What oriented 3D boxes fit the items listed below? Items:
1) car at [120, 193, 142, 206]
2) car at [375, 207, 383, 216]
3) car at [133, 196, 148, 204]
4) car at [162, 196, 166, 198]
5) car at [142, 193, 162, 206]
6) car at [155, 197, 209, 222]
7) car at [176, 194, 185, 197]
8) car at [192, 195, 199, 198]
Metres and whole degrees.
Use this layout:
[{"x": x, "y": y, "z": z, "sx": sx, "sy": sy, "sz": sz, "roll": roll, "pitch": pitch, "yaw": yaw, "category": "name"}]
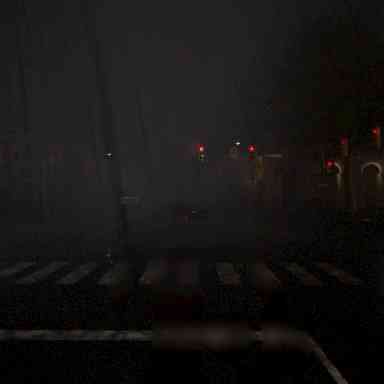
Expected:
[{"x": -10.210, "y": 1.222, "z": 54.839, "sx": 2.150, "sy": 2.045, "sz": 5.566, "roll": 0, "pitch": 0, "yaw": 0, "category": "car"}, {"x": 18.598, "y": 1.526, "z": 29.145, "sx": 4.674, "sy": 1.442, "sz": 1.812, "roll": 0, "pitch": 0, "yaw": 1, "category": "car"}, {"x": -10.047, "y": 1.547, "z": 65.072, "sx": 2.033, "sy": 1.411, "sz": 5.357, "roll": 0, "pitch": 0, "yaw": 2, "category": "car"}, {"x": -6.437, "y": 1.492, "z": 69.260, "sx": 2.128, "sy": 1.511, "sz": 4.902, "roll": 0, "pitch": 0, "yaw": 1, "category": "car"}, {"x": -6.703, "y": 1.222, "z": 56.254, "sx": 2.150, "sy": 2.045, "sz": 5.566, "roll": 0, "pitch": 0, "yaw": -1, "category": "car"}, {"x": -0.669, "y": 1.478, "z": 26.629, "sx": 1.882, "sy": 1.535, "sz": 5.008, "roll": -1, "pitch": 0, "yaw": -35, "category": "car"}, {"x": -2.773, "y": 1.279, "z": 78.602, "sx": 2.097, "sy": 1.767, "sz": 4.553, "roll": 0, "pitch": 0, "yaw": 1, "category": "car"}, {"x": 0.727, "y": 1.450, "z": 78.573, "sx": 2.128, "sy": 1.511, "sz": 4.902, "roll": 0, "pitch": 0, "yaw": 1, "category": "car"}]
